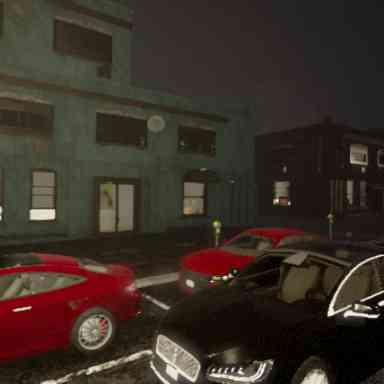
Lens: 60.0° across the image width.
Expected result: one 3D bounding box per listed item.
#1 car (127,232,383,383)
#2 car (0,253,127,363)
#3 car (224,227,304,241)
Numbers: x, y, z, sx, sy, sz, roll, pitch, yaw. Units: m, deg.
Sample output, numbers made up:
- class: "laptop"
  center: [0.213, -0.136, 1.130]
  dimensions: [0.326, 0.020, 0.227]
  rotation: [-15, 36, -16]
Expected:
- class: "car"
  center: [1.785, 1.511, 4.636]
  dimensions: [4.892, 1.490, 1.837]
  rotation: [0, 0, -35]
- class: "car"
  center: [-2.743, 1.583, 4.589]
  dimensions: [4.206, 1.307, 1.802]
  rotation: [0, 1, -35]
- class: "car"
  center: [1.802, 1.552, 7.828]
  dimensions: [4.507, 1.381, 1.887]
  rotation: [0, 1, -35]
